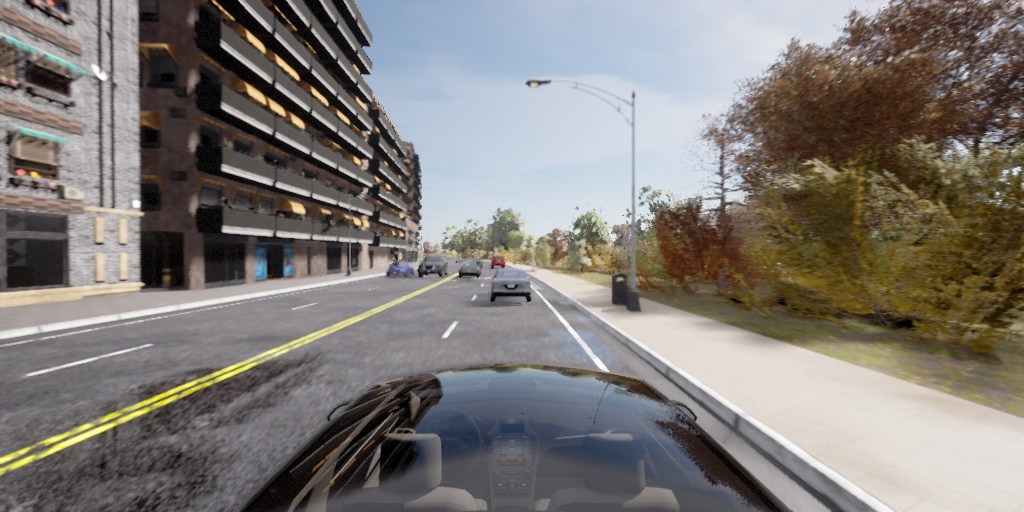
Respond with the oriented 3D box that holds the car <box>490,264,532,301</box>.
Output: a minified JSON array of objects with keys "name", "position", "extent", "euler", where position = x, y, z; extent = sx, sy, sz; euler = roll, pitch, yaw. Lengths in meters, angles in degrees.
[{"name":"car","position":[-0.085,1.280,17.168],"extent":[2.033,1.411,5.357],"euler":[0,0,-1]}]

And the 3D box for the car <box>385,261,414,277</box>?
[{"name":"car","position":[-10.654,1.253,34.497],"extent":[1.812,1.442,4.674],"euler":[0,0,-3]}]

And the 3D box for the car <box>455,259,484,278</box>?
[{"name":"car","position":[-3.939,1.279,34.052],"extent":[1.994,1.385,4.181],"euler":[0,0,-3]}]

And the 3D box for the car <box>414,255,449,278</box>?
[{"name":"car","position":[-7.370,0.941,33.913],"extent":[2.150,2.045,5.566],"euler":[0,0,-3]}]

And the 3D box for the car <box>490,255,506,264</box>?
[{"name":"car","position":[-2.197,0.895,56.019],"extent":[2.150,2.045,5.566],"euler":[0,0,-5]}]
